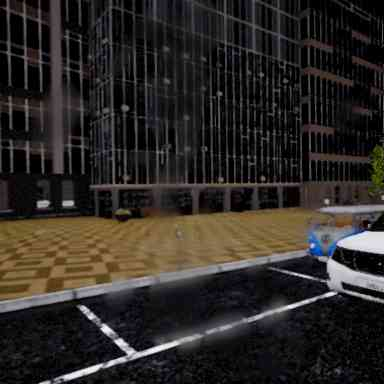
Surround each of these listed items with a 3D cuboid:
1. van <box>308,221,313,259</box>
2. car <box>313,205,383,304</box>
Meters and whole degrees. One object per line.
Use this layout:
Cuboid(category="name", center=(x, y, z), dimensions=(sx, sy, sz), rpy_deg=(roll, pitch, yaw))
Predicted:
Cuboid(category="van", center=(5.312, 1.313, 10.368), dimensions=(3.998, 1.788, 1.690), rpy_deg=(0, -1, -35))
Cuboid(category="car", center=(5.281, 1.200, 7.126), dimensions=(5.566, 2.045, 2.150), rpy_deg=(0, 0, -35))
